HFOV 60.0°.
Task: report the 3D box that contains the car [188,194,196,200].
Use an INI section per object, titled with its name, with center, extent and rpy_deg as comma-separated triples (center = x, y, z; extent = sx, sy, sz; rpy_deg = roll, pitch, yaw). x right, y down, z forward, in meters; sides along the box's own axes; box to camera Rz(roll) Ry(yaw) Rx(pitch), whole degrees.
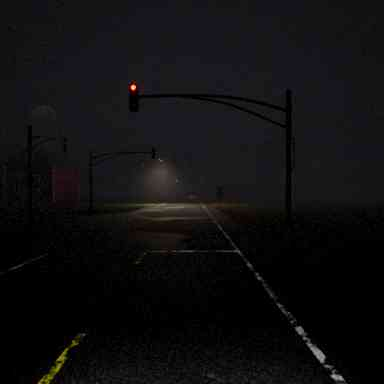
[car]
center = 0.067, 1.242, 86.583
extent = 2.097, 1.767, 4.553
rpy_deg = 0, 0, 0
